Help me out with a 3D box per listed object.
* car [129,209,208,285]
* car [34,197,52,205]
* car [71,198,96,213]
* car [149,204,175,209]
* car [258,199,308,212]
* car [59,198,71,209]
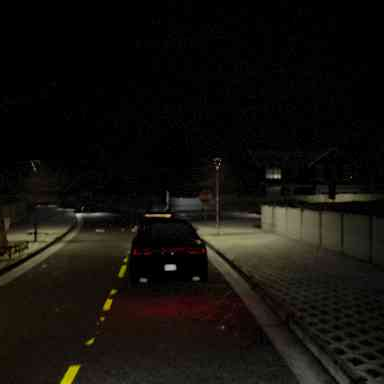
[{"bbox_3d":[-0.753,1.492,9.686,1.882,1.535,5.008,0,0,-6],"label":"car"},{"bbox_3d":[-26.276,1.581,58.661,1.882,1.535,5.008,0,0,-41],"label":"car"},{"bbox_3d":[-12.228,1.551,37.957,1.837,1.490,4.892,0,0,-27],"label":"car"},{"bbox_3d":[-1.856,1.515,20.839,2.128,1.511,4.902,0,0,1],"label":"car"},{"bbox_3d":[8.938,1.364,30.760,5.357,1.411,2.033,-1,0,-12],"label":"car"},{"bbox_3d":[-17.303,1.588,46.866,1.812,1.442,4.674,0,0,-33],"label":"car"}]
